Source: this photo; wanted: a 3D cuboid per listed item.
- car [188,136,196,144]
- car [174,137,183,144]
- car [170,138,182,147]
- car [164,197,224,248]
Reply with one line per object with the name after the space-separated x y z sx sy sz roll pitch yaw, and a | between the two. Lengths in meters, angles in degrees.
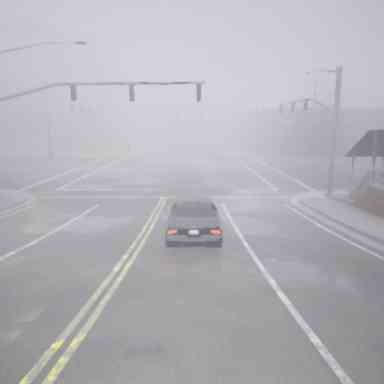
-0.017 -13.340 84.909 2.097 1.767 4.553 0 11 0 | car
-3.517 -13.357 85.954 2.033 1.411 5.357 0 11 0 | car
-3.514 -10.284 70.521 1.812 1.442 4.674 0 11 0 | car
0.065 0.907 11.753 2.033 1.411 5.357 0 6 0 | car
